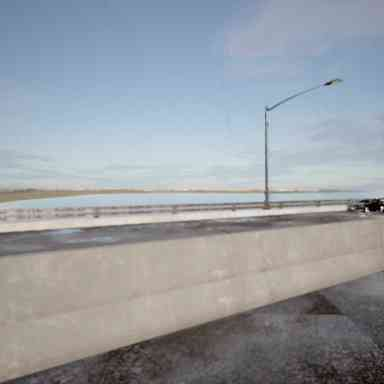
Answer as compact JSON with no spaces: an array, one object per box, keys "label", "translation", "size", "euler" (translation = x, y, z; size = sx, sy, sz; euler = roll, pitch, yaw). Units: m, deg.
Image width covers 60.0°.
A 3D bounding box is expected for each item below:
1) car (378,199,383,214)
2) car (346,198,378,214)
[{"label":"car","translation":[19.326,1.388,30.400],"size":[4.674,1.442,1.812],"euler":[0,0,-35]},{"label":"car","translation":[17.464,1.366,33.365],"size":[4.892,1.490,1.837],"euler":[0,0,-35]}]
